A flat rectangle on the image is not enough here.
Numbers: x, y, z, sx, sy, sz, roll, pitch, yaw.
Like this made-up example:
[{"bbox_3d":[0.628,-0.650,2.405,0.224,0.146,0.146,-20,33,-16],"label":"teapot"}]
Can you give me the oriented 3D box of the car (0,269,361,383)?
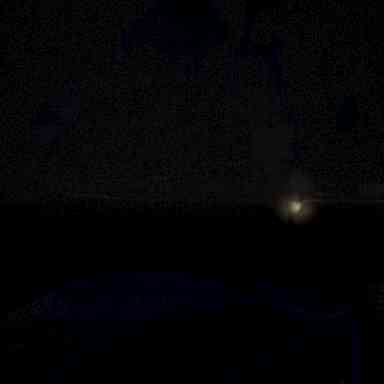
[{"bbox_3d":[-0.674,1.483,2.591,5.008,1.535,1.882,0,0,-36],"label":"car"}]
